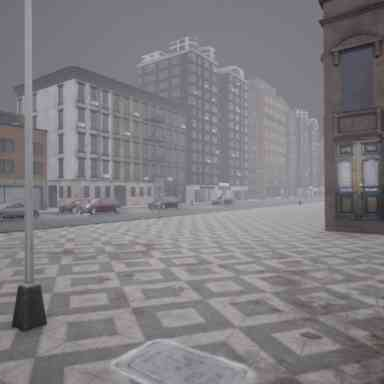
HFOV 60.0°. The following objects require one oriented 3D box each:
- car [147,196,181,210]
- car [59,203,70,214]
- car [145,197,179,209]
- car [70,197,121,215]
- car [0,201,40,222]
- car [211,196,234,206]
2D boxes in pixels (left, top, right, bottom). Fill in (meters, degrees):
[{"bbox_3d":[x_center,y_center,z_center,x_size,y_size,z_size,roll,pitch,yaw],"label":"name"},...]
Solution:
[{"bbox_3d":[-3.424,1.298,41.598,2.097,1.767,4.553,-1,0,35],"label":"car"},{"bbox_3d":[-11.717,1.470,35.535,1.882,1.535,5.008,-1,0,35],"label":"car"},{"bbox_3d":[-4.138,1.443,46.194,1.882,1.535,5.008,-1,0,35],"label":"car"},{"bbox_3d":[-9.337,1.319,33.279,2.097,1.767,4.553,-1,0,35],"label":"car"},{"bbox_3d":[-14.324,1.549,26.246,1.994,1.385,4.181,-1,0,35],"label":"car"},{"bbox_3d":[4.959,1.393,53.277,1.882,1.535,5.008,-1,-1,36],"label":"car"}]
